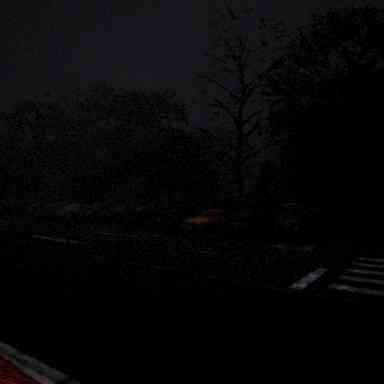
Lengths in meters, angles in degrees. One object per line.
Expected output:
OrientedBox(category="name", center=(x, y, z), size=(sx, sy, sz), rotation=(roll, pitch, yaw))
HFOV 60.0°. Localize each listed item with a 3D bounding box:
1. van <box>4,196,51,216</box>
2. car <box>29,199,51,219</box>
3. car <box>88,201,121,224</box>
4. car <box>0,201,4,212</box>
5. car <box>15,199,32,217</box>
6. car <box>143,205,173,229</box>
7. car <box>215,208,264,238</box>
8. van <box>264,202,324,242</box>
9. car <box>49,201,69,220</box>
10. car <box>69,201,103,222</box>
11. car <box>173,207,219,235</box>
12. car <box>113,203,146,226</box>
OrientedBox(category="van", center=(-16.579, 1.443, 34.679), size=(1.878, 1.987, 4.442), rotation=(0, 0, 35))
OrientedBox(category="car", center=(-12.126, 1.692, 31.363), size=(2.097, 1.535, 5.008), rotation=(0, 0, 35))
OrientedBox(category="car", center=(-5.335, 1.729, 26.545), size=(2.097, 1.535, 5.008), rotation=(0, 0, 35))
OrientedBox(category="car", center=(-21.187, 1.675, 37.778), size=(2.163, 1.488, 4.792), rotation=(0, 0, 35))
OrientedBox(category="car", center=(-14.389, 1.720, 32.974), size=(2.002, 1.452, 4.674), rotation=(0, 0, 35))
OrientedBox(category="car", center=(-0.799, 1.784, 23.347), size=(2.163, 1.488, 4.792), rotation=(0, 0, 35))
OrientedBox(category="car", center=(3.725, 1.811, 20.130), size=(2.163, 1.488, 4.792), rotation=(0, 0, 35))
OrientedBox(category="van", center=(5.901, 1.569, 18.402), size=(1.878, 1.987, 4.442), rotation=(0, 0, 35))
OrientedBox(category="car", center=(-9.863, 1.744, 29.756), size=(2.002, 1.452, 4.674), rotation=(0, 0, 35))
OrientedBox(category="car", center=(-7.581, 1.591, 28.175), size=(2.185, 1.767, 4.553), rotation=(0, 0, 35))
OrientedBox(category="car", center=(1.337, 1.765, 21.564), size=(1.946, 1.575, 5.366), rotation=(0, 0, 35))
OrientedBox(category="car", center=(-3.080, 1.743, 24.927), size=(2.231, 1.521, 4.892), rotation=(0, 0, 35))
